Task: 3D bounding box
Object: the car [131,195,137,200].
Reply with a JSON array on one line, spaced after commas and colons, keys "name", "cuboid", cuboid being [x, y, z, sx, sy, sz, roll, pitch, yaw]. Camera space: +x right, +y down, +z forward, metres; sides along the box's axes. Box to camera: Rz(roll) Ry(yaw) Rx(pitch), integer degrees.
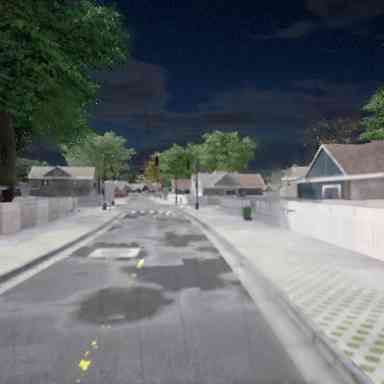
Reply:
[{"name": "car", "cuboid": [-16.445, 1.617, 94.202, 1.895, 1.301, 4.718, 0, 0, -11]}]
